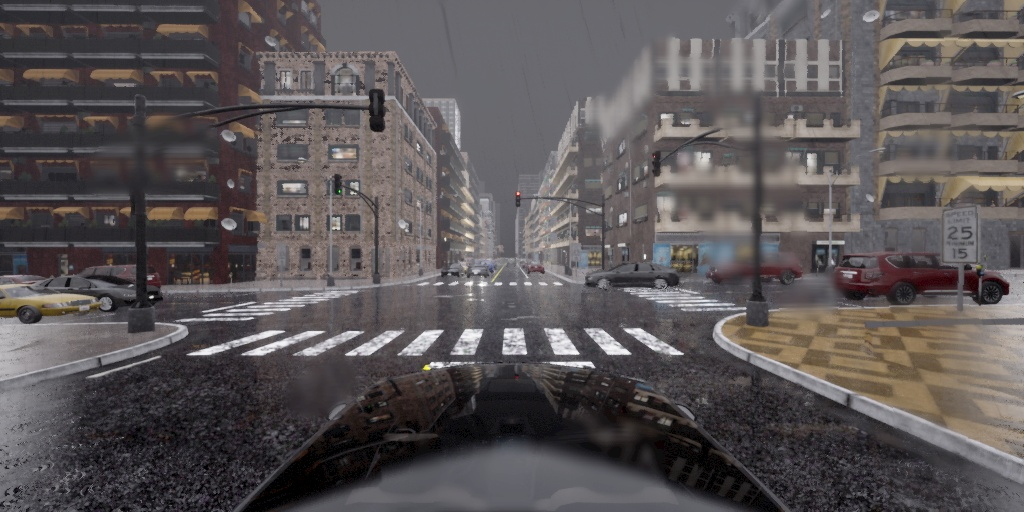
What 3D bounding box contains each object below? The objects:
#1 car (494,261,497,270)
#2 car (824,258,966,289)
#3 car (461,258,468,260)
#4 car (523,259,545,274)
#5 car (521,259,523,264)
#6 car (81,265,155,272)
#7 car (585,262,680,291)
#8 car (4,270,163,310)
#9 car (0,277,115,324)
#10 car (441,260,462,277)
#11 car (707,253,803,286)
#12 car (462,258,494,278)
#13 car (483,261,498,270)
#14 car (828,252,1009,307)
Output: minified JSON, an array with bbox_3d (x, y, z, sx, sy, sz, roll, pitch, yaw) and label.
[{"bbox_3d":[-3.181,1.237,43.418,1.882,1.535,5.008,0,0,0],"label":"car"},{"bbox_3d":[20.073,0.894,18.966,5.357,1.411,2.033,-1,0,-1],"label":"car"},{"bbox_3d":[-5.767,1.284,40.633,1.751,1.417,4.829,0,0,0],"label":"car"},{"bbox_3d":[2.613,1.198,40.822,1.967,1.591,4.097,0,0,0],"label":"car"},{"bbox_3d":[2.602,1.200,46.504,1.967,1.591,4.097,0,0,0],"label":"car"},{"bbox_3d":[-23.637,1.462,21.055,5.009,1.841,2.192,0,0,-1],"label":"car"},{"bbox_3d":[6.492,1.107,19.638,4.892,1.490,1.837,-1,0,11],"label":"car"},{"bbox_3d":[-17.895,1.560,15.355,4.892,1.490,1.837,-1,0,-1],"label":"car"},{"bbox_3d":[-17.651,1.585,12.771,4.829,1.417,1.751,0,0,-1],"label":"car"},{"bbox_3d":[-5.756,1.322,35.120,1.948,1.339,4.313,0,0,0],"label":"car"},{"bbox_3d":[14.537,0.759,21.497,5.009,1.841,2.192,0,0,-1],"label":"car"},{"bbox_3d":[-3.163,1.247,33.996,2.128,1.511,4.902,0,0,0],"label":"car"},{"bbox_3d":[-3.194,1.365,53.415,1.895,1.301,4.718,0,0,0],"label":"car"},{"bbox_3d":[14.688,0.775,13.118,5.009,1.841,2.192,0,0,-1],"label":"car"}]
